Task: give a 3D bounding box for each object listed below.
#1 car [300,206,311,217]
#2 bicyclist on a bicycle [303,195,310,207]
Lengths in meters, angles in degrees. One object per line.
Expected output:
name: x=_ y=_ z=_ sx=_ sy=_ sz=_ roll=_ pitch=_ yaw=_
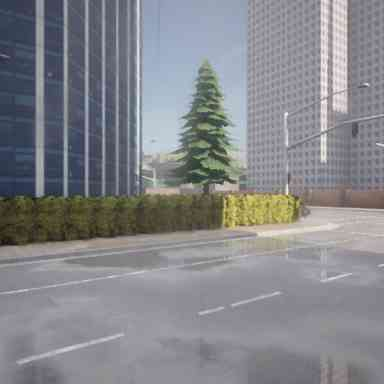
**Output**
car: x=8.894 y=1.564 z=31.011 sx=1.994 sy=1.385 sz=4.181 roll=0 pitch=0 yaw=-35
bicyclist on a bicycle: x=16.291 y=1.301 z=47.377 sx=1.656 sy=1.620 sz=0.582 roll=0 pitch=0 yaw=-35
